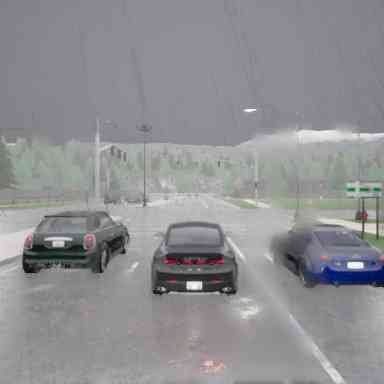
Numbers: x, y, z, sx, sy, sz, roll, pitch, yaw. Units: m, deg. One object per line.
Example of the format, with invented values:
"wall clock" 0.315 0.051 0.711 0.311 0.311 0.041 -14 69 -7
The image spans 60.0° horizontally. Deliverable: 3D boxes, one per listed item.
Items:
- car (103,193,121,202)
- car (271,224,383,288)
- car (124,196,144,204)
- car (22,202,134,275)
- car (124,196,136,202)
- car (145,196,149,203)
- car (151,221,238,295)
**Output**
"car" -14.411 1.250 60.189 2.150 2.045 5.566 0 0 1
"car" 3.573 1.568 9.268 1.994 1.385 4.181 0 0 0
"car" -10.800 1.520 62.337 2.128 1.511 4.902 0 0 1
"car" -3.423 1.356 10.679 2.097 1.767 4.553 0 0 0
"car" -14.100 1.566 75.745 1.994 1.385 4.181 0 0 1
"car" -10.643 1.552 73.036 2.128 1.511 4.902 0 0 1
"car" 0.066 1.510 8.715 1.837 1.490 4.892 0 0 0
